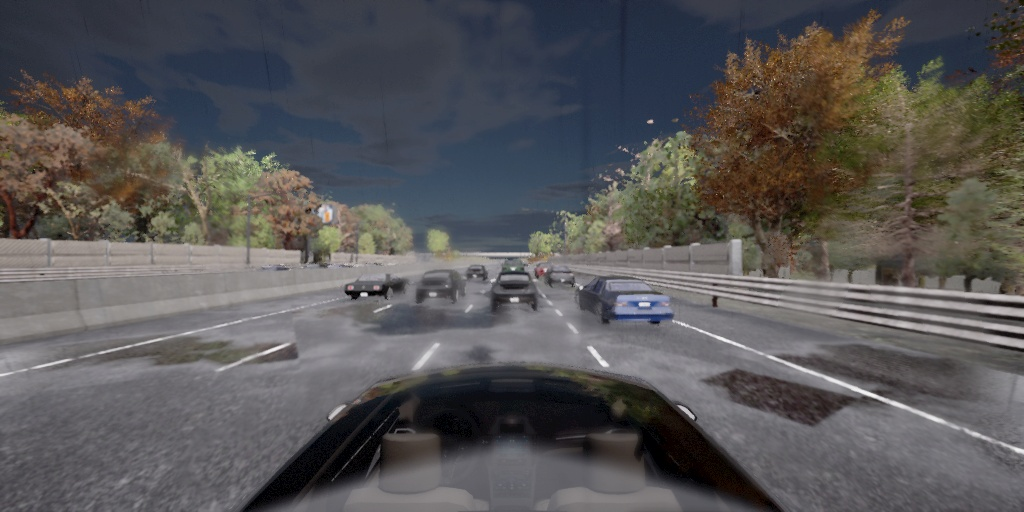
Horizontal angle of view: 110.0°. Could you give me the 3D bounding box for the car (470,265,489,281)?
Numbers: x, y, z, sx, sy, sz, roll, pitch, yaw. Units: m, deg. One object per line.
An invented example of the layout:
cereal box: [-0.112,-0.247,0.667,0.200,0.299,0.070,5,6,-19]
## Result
car: [-3.389,1.624,35.472,1.837,1.490,4.892,0,-1,0]

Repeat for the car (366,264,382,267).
car: [-17.570,1.732,44.959,1.837,1.490,4.892,0,-1,0]

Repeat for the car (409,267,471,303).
car: [-3.396,1.428,17.808,1.837,1.490,4.892,0,-1,0]

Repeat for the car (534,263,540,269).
car: [3.511,1.493,38.893,2.097,1.767,4.553,0,-1,0]

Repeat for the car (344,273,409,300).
car: [-6.894,1.537,18.962,1.895,1.301,4.718,0,-1,0]

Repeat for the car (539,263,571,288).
car: [3.508,1.506,26.946,2.128,1.511,4.902,0,-1,0]

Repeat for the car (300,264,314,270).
car: [-24.568,1.731,44.842,1.837,1.490,4.892,0,-1,0]

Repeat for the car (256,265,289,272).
car: [-28.071,1.759,42.194,1.994,1.385,4.181,0,-1,0]

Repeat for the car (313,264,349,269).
car: [-21.075,1.752,43.030,2.033,1.411,5.357,0,-1,0]

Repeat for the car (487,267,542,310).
car: [0.103,1.404,15.616,1.837,1.490,4.892,0,-1,0]

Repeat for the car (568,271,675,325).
car: [3.535,1.396,12.277,2.033,1.411,5.357,0,-1,-1]

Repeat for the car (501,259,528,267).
car: [0.109,1.332,34.733,2.150,2.045,5.566,0,-1,0]
